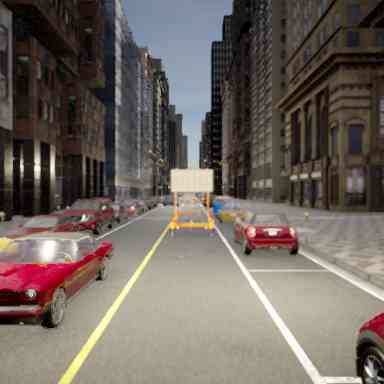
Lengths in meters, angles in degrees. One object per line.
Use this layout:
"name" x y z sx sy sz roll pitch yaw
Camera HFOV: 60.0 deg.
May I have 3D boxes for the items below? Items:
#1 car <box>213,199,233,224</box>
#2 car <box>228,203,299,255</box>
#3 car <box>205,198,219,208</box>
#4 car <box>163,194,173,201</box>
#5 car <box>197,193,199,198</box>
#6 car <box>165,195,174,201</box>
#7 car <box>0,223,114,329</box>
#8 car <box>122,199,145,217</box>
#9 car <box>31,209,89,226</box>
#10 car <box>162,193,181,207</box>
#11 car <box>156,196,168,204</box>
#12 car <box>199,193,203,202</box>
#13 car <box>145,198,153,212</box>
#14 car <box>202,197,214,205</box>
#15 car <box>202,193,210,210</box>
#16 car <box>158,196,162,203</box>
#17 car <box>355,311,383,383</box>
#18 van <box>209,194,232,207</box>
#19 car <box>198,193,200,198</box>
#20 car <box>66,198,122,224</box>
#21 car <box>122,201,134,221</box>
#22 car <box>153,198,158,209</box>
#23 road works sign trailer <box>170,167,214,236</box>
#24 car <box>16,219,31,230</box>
"car" 2.756 1.497 24.665 1.752 1.417 4.829 0 0 0
"car" 2.758 1.424 13.291 1.967 1.590 4.097 0 0 0
"car" 2.753 1.534 46.902 1.802 1.307 4.206 0 0 0
"car" -5.777 1.375 80.501 1.967 1.590 4.097 0 0 0
"car" 2.749 1.378 74.910 1.967 1.590 4.097 0 0 0
"car" -5.778 1.477 86.102 1.887 1.381 4.507 0 0 0
"car" -3.101 1.592 7.050 1.895 1.301 4.718 0 0 0
"car" -5.770 1.405 30.081 1.967 1.590 4.097 0 0 0
"car" -5.767 1.566 13.275 1.802 1.307 4.206 0 0 0
"car" -3.085 1.302 49.410 2.097 1.767 4.553 0 0 0
"car" -5.775 1.487 63.694 1.887 1.381 4.507 0 0 0
"car" 2.752 1.264 52.503 2.192 1.841 5.009 0 0 0
"car" -5.770 1.511 35.684 2.008 1.369 4.403 0 0 0
"car" 2.752 1.511 58.105 1.947 1.339 4.313 0 0 0
"car" 2.753 1.271 41.300 2.192 1.841 5.009 0 0 0
"car" -5.772 1.517 46.888 1.947 1.339 4.313 0 0 0
"car" 2.760 1.438 2.088 1.967 1.590 4.097 0 0 0
"van" 2.755 1.307 30.097 1.690 1.788 3.998 0 0 0
"car" 2.750 1.383 63.707 1.967 1.590 4.097 0 0 0
"car" -5.768 1.292 18.878 2.192 1.841 5.009 0 0 0
"car" -5.768 1.553 24.480 1.802 1.307 4.206 0 0 0
"car" -5.771 1.522 41.286 1.947 1.339 4.313 0 0 0
"road works sign trailer" -0.003 0.442 18.333 2.380 3.560 2.880 0 0 0
"car" -5.766 1.516 7.504 1.752 1.417 4.829 0 0 0
